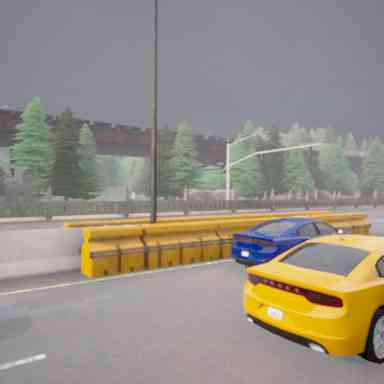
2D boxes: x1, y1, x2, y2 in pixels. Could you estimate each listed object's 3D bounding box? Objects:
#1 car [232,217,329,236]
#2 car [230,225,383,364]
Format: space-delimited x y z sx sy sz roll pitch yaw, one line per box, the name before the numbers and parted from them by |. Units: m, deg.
car | 3.466 1.543 10.528 5.008 1.535 1.882 0 0 -36
car | 3.159 1.522 6.006 5.008 1.535 1.882 0 0 -35
